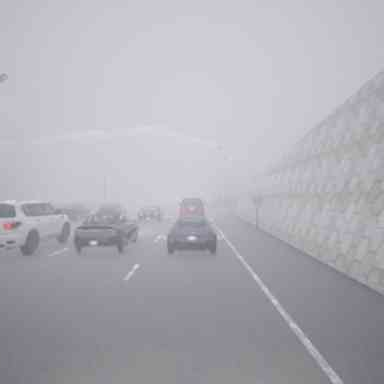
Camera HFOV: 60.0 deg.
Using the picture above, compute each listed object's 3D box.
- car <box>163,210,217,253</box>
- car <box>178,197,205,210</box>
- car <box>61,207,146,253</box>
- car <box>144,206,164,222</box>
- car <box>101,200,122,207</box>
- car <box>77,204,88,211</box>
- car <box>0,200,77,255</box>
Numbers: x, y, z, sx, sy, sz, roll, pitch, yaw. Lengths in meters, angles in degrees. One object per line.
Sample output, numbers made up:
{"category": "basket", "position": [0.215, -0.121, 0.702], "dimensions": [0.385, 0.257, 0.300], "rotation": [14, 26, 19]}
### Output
{"category": "car", "position": [0.000, 1.697, 14.270], "dimensions": [1.994, 1.385, 4.181], "rotation": [0, 0, 0]}
{"category": "car", "position": [-0.012, 1.484, 28.998], "dimensions": [2.150, 2.045, 5.566], "rotation": [0, 0, 0]}
{"category": "car", "position": [-3.503, 1.625, 14.274], "dimensions": [2.128, 1.511, 4.902], "rotation": [0, 0, 0]}
{"category": "car", "position": [-3.512, 1.869, 29.082], "dimensions": [1.895, 1.301, 4.718], "rotation": [0, 0, 0]}
{"category": "car", "position": [-7.009, 1.778, 29.281], "dimensions": [1.837, 1.490, 4.892], "rotation": [0, 0, 0]}
{"category": "car", "position": [-10.508, 1.750, 29.454], "dimensions": [1.882, 1.535, 5.008], "rotation": [0, 0, 0]}
{"category": "car", "position": [-7.006, 1.346, 13.977], "dimensions": [2.150, 2.045, 5.566], "rotation": [0, 0, 0]}
